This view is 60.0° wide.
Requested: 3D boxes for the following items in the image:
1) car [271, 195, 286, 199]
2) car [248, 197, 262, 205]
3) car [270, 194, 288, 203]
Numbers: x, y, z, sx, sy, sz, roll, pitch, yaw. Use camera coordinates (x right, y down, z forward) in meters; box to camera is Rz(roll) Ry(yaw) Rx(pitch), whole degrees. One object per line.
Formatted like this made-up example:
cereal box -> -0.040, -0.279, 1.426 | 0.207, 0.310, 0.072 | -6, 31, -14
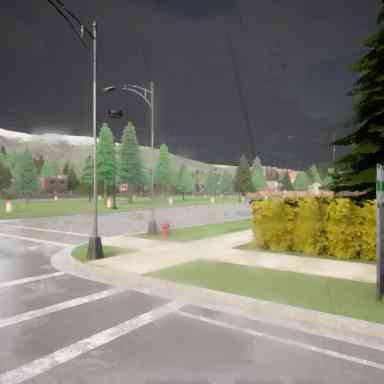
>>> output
car -> 15.179, 1.526, 58.055 | 1.812, 1.442, 4.674 | 0, 0, 36
car -> 11.887, 1.601, 59.473 | 1.895, 1.301, 4.718 | 0, 0, 36
car -> 17.731, 1.353, 67.546 | 2.097, 1.767, 4.553 | 0, 0, 36
